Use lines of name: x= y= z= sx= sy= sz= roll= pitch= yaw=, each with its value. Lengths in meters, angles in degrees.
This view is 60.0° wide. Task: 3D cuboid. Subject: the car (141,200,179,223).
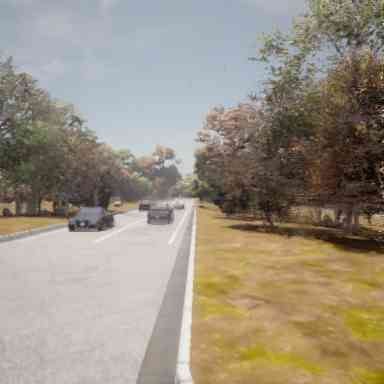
car: x=-2.538 y=1.692 z=27.427 sx=2.128 sy=1.511 sz=4.902 roll=1 pitch=0 yaw=1

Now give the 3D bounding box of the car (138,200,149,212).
car: x=-5.931 y=1.781 z=44.469 sx=1.882 sy=1.535 sz=5.008 roll=1 pitch=-1 yaw=1

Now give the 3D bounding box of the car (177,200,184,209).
car: x=-2.223 y=1.937 z=53.411 sx=1.812 sy=1.442 sz=4.674 roll=1 pitch=-1 yaw=0

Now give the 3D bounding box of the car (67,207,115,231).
car: x=-6.309 y=1.675 z=21.175 sx=1.994 sy=1.385 sz=4.181 roll=1 pitch=0 yaw=1
